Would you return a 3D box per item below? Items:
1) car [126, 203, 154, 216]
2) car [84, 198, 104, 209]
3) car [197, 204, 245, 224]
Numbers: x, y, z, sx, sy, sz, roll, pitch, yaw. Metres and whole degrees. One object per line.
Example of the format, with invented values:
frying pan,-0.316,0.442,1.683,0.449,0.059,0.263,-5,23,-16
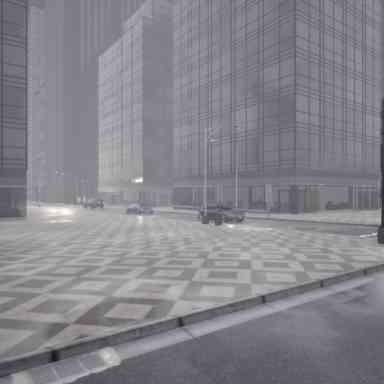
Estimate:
car,-6.387,2.061,40.009,1.812,1.442,4.674,0,-1,-36
car,-18.293,2.147,61.869,2.150,2.045,5.566,0,-1,-37
car,2.355,1.813,27.929,1.837,1.490,4.892,0,-1,-36
